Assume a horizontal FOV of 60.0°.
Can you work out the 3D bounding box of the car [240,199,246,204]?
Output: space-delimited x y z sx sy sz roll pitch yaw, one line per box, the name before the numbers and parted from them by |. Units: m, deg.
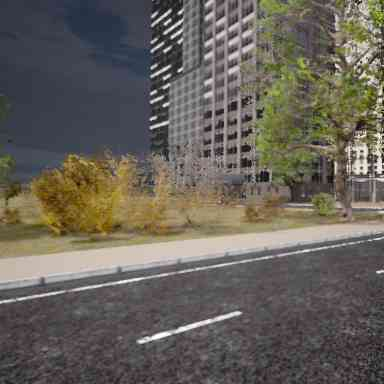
car | 7.260 1.373 57.822 1.882 1.535 5.008 1 0 -33
